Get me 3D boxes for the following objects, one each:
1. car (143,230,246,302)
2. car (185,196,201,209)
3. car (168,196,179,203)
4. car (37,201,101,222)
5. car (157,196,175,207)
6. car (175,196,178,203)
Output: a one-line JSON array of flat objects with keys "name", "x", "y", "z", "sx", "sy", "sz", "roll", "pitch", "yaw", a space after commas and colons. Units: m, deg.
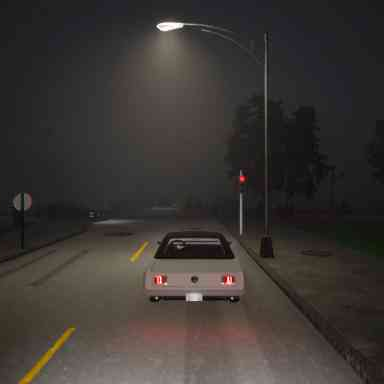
[{"name": "car", "x": 0.063, "y": 1.601, "z": 8.194, "sx": 1.895, "sy": 1.301, "sz": 4.718, "roll": 0, "pitch": 0, "yaw": 0}, {"name": "car", "x": 0.155, "y": 1.352, "z": 44.841, "sx": 2.097, "sy": 1.767, "sz": 4.553, "roll": 0, "pitch": 0, "yaw": 0}, {"name": "car", "x": -3.943, "y": 1.540, "z": 70.105, "sx": 2.033, "sy": 1.411, "sz": 5.357, "roll": 0, "pitch": 0, "yaw": 0}, {"name": "car", "x": -9.485, "y": 1.505, "z": 25.709, "sx": 4.892, "sy": 1.490, "sz": 1.837, "roll": 0, "pitch": 0, "yaw": 11}, {"name": "car", "x": -4.055, "y": 1.505, "z": 50.066, "sx": 1.837, "sy": 1.490, "sz": 4.892, "roll": 0, "pitch": 0, "yaw": 0}, {"name": "car", "x": -4.023, "y": 1.547, "z": 59.764, "sx": 2.033, "sy": 1.411, "sz": 5.357, "roll": 0, "pitch": 0, "yaw": 0}]
